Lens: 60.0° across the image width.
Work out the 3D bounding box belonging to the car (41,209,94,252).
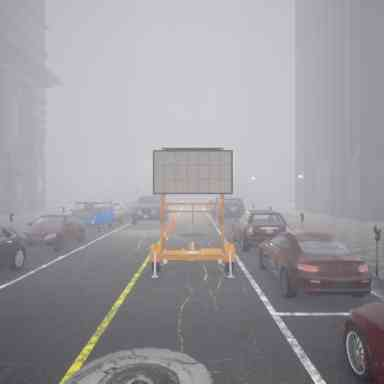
[{"bbox_3d":[-5.734,1.583,13.893,1.802,1.307,4.206,0,0,0],"label":"car"}]

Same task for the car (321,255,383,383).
[{"bbox_3d":[2.765,1.582,2.606,1.802,1.307,4.206,0,0,0],"label":"car"}]

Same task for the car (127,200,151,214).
[{"bbox_3d":[-5.683,1.580,36.439,1.947,1.339,4.313,0,0,0],"label":"car"}]

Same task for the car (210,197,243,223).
[{"bbox_3d":[2.815,1.321,25.150,2.192,1.841,5.009,0,0,0],"label":"car"}]

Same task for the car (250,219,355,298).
[{"bbox_3d":[2.778,1.582,8.242,1.802,1.307,4.206,0,0,0],"label":"car"}]

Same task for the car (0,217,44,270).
[{"bbox_3d":[-5.747,1.551,8.256,2.008,1.369,4.403,0,0,0],"label":"car"}]

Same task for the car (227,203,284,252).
[{"bbox_3d":[2.790,1.441,13.878,1.967,1.590,4.097,0,0,0],"label":"car"}]

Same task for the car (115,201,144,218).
[{"bbox_3d":[-5.695,1.591,30.803,1.802,1.307,4.206,0,0,0],"label":"car"}]

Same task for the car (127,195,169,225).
[{"bbox_3d":[-2.933,1.227,24.159,2.150,2.045,5.566,0,0,1],"label":"car"}]

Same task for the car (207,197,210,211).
[{"bbox_3d":[2.828,1.324,30.786,2.192,1.841,5.009,0,0,0],"label":"car"}]

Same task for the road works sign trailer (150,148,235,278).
[{"bbox_3d":[0.023,0.465,10.138,2.380,3.560,2.880,0,0,0],"label":"road works sign trailer"}]

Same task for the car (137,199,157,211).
[{"bbox_3d":[-5.670,1.585,42.076,1.947,1.339,4.313,0,0,0],"label":"car"}]

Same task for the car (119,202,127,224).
[{"bbox_3d":[-5.709,1.531,24.996,1.752,1.417,4.829,0,0,0],"label":"car"}]

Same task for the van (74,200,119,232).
[{"bbox_3d":[-5.722,1.344,19.530,1.690,1.788,3.998,0,0,0],"label":"van"}]

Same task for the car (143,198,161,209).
[{"bbox_3d":[-5.657,1.575,47.713,2.008,1.369,4.403,0,0,0],"label":"car"}]
